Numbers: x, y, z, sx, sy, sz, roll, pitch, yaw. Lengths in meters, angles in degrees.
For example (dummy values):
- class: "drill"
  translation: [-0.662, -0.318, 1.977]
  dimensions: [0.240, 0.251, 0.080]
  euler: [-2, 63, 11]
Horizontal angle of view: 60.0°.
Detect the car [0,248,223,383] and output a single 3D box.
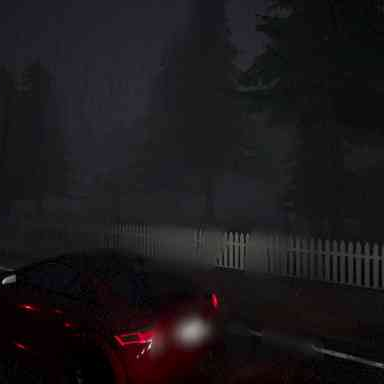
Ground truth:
- class: "car"
  translation: [-1.644, 1.564, 4.963]
  dimensions: [4.181, 1.385, 1.994]
  euler: [0, 0, 35]
